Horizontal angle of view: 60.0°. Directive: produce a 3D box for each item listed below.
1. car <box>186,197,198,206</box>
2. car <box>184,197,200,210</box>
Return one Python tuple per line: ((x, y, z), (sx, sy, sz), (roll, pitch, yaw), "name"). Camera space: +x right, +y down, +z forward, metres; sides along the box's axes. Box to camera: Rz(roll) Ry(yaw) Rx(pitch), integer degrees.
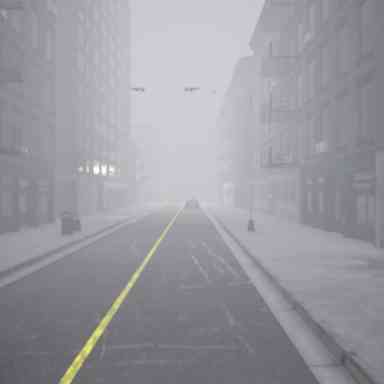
((0.017, 1.549, 53.911), (1.994, 1.385, 4.181), (0, 0, 0), "car")
((0.012, 1.554, 43.543), (1.994, 1.385, 4.181), (0, 0, 0), "car")
